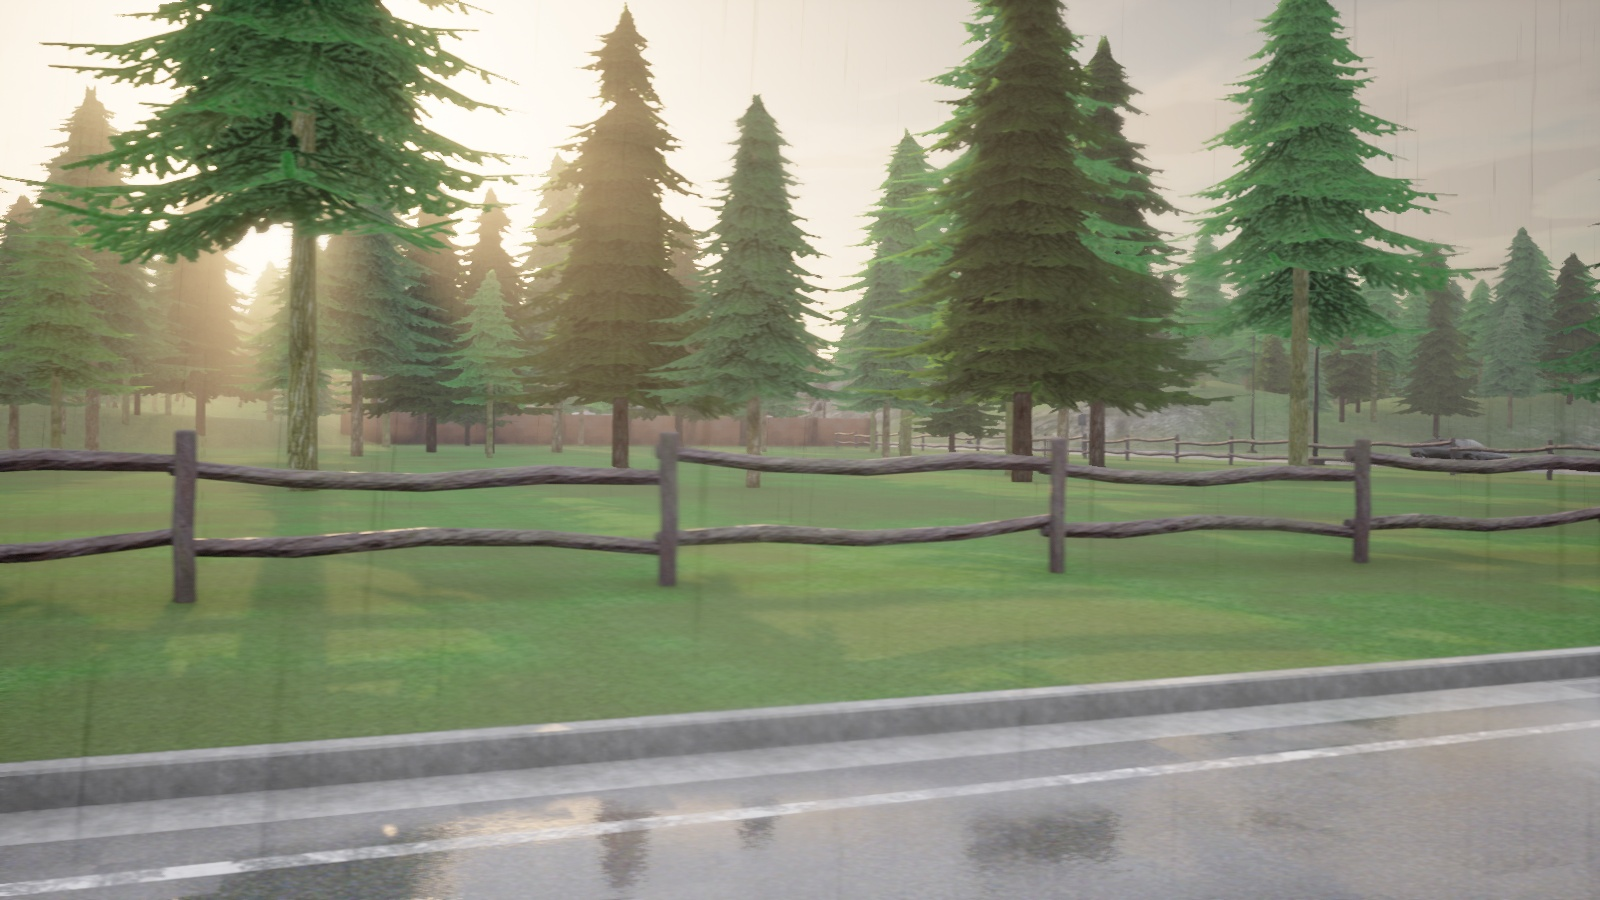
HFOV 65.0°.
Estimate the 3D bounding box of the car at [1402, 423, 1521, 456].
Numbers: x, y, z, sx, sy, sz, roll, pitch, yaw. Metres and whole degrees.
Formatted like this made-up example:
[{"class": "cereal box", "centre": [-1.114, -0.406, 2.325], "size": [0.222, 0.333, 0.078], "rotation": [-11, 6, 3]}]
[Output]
[{"class": "car", "centre": [31.607, -0.522, 60.181], "size": [2.163, 1.488, 4.792], "rotation": [-1, 1, -20]}]
